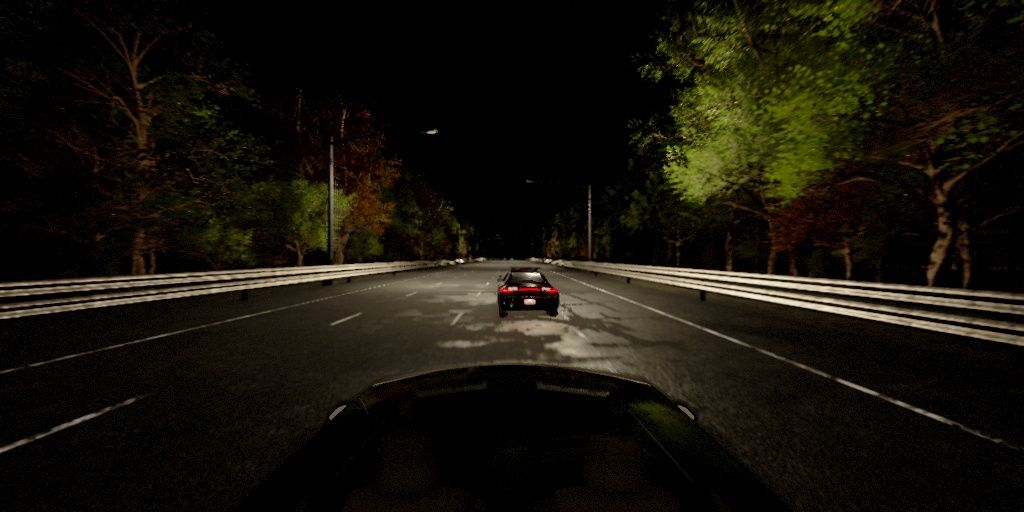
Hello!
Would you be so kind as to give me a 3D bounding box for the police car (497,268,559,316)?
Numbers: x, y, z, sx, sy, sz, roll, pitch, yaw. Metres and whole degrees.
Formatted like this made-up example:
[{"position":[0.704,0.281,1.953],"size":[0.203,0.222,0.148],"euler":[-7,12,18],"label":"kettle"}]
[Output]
[{"position":[0.452,1.224,13.468],"size":[2.038,1.542,4.974],"euler":[0,0,-2],"label":"police car"}]
